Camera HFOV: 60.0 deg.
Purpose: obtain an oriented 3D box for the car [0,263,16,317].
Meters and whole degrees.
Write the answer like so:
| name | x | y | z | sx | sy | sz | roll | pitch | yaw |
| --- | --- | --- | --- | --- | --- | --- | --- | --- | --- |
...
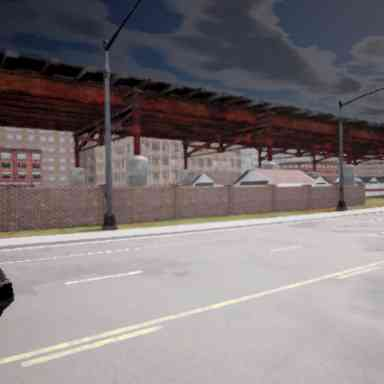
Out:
| name | x | y | z | sx | sy | sz | roll | pitch | yaw |
| --- | --- | --- | --- | --- | --- | --- | --- | --- | --- |
| car | -5.199 | 1.604 | 4.581 | 4.718 | 1.301 | 1.895 | 0 | 0 | -35 |
